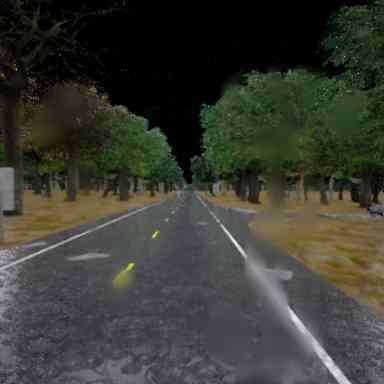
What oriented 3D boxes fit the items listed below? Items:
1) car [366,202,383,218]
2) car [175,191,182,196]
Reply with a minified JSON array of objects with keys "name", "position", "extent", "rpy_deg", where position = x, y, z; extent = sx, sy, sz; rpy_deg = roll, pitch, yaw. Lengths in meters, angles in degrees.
[{"name":"car","position":[18.908,1.703,31.034],"extent":[4.902,1.511,2.128],"rpy_deg":[2,0,-2]},{"name":"car","position":[-3.482,0.362,86.009],"extent":[2.128,1.511,4.902],"rpy_deg":[0,0,0]}]
